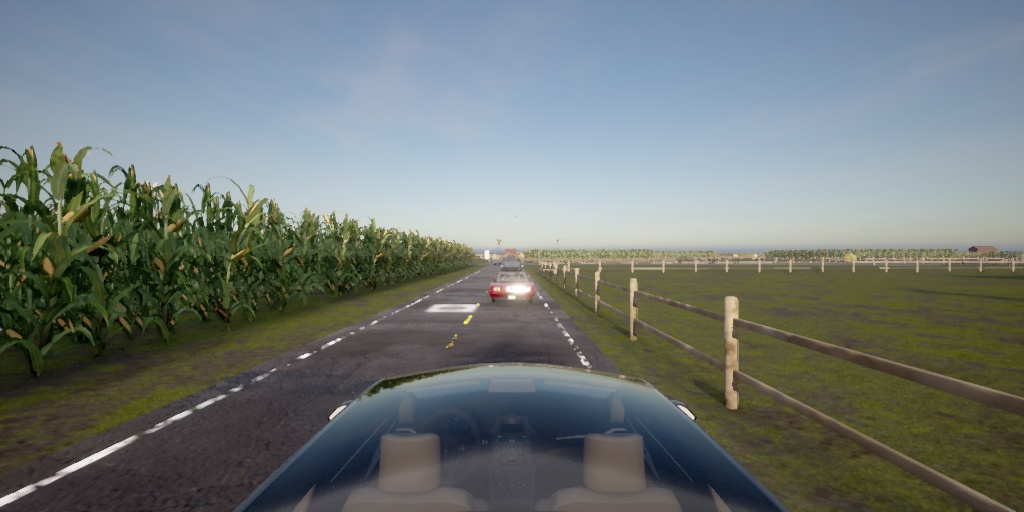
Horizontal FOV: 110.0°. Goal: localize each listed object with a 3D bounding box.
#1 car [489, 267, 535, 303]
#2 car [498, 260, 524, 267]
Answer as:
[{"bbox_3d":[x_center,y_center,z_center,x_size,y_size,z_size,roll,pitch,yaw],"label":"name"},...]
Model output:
[{"bbox_3d":[0.000,1.360,16.533,1.895,1.301,4.718,0,0,0],"label":"car"},{"bbox_3d":[0.000,1.217,31.505,1.882,1.535,5.008,0,0,0],"label":"car"}]
